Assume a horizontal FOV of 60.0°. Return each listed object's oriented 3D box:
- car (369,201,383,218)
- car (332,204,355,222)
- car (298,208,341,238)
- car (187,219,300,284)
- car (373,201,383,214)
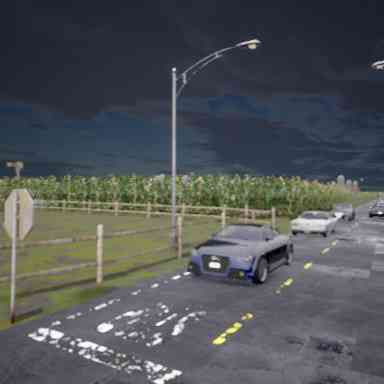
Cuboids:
[{"bbox_3d":[19.015,1.930,33.541,1.994,1.385,4.181,0,-1,31],"label":"car"},{"bbox_3d":[13.590,1.813,30.077,2.128,1.511,4.902,0,-1,31],"label":"car"},{"bbox_3d":[7.150,1.805,19.296,1.895,1.301,4.718,0,-1,31],"label":"car"},{"bbox_3d":[1.615,1.663,9.998,1.994,1.385,4.181,0,-1,32],"label":"car"},{"bbox_3d":[24.121,1.959,42.207,1.837,1.490,4.892,0,-1,31],"label":"car"}]
